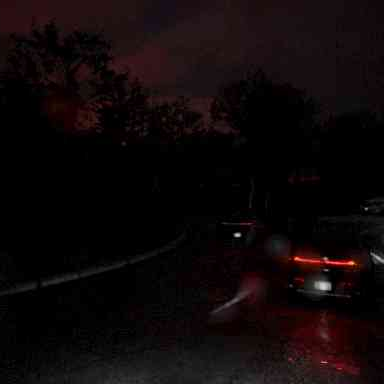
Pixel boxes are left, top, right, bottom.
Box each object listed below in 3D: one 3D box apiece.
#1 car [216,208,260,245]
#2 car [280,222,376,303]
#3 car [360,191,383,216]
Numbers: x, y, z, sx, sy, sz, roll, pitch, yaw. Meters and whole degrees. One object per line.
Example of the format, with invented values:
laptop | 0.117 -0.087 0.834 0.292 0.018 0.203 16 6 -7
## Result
car | 2.198 1.528 15.877 2.128 1.511 4.902 0 0 8
car | 3.457 1.517 8.444 1.837 1.490 4.892 0 0 24
car | 16.153 0.737 26.216 5.566 2.045 2.150 -4 1 -11
